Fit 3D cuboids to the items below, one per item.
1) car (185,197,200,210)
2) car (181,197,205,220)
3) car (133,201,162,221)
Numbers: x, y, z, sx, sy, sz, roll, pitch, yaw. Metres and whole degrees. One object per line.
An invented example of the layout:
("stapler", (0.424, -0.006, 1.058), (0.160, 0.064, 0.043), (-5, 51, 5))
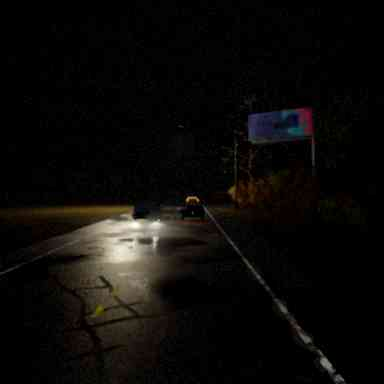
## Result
("car", (0.085, 1.455, 44.327), (1.882, 1.535, 5.008), (0, 0, 0))
("car", (0.073, 1.464, 28.094), (1.882, 1.535, 5.008), (0, 0, 0))
("car", (-3.575, 1.464, 27.308), (1.882, 1.535, 5.008), (0, 0, 0))
